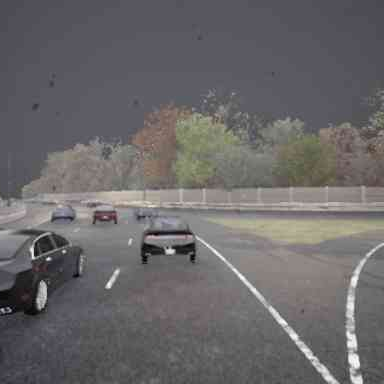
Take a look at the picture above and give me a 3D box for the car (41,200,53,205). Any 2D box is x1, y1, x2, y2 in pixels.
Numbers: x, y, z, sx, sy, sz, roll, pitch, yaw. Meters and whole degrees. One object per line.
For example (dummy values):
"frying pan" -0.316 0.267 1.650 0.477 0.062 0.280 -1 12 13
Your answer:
"car" -35.594 2.658 82.177 1.895 1.301 4.718 0 -1 -45

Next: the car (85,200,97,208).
"car" -18.008 2.224 60.611 1.882 1.535 5.008 0 -1 -32

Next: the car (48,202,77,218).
"car" -11.912 1.960 31.078 1.994 1.385 4.181 0 -1 -17

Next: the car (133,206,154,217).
"car" -4.433 1.962 31.073 1.895 1.301 4.718 0 -1 -15

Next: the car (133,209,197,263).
"car" -0.957 1.635 12.575 2.128 1.511 4.902 0 -1 -7

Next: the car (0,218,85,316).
"car" -3.866 1.608 7.685 1.837 1.490 4.892 0 -1 -4

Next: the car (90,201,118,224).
"car" -7.319 1.821 28.210 1.882 1.535 5.008 0 -1 -14
